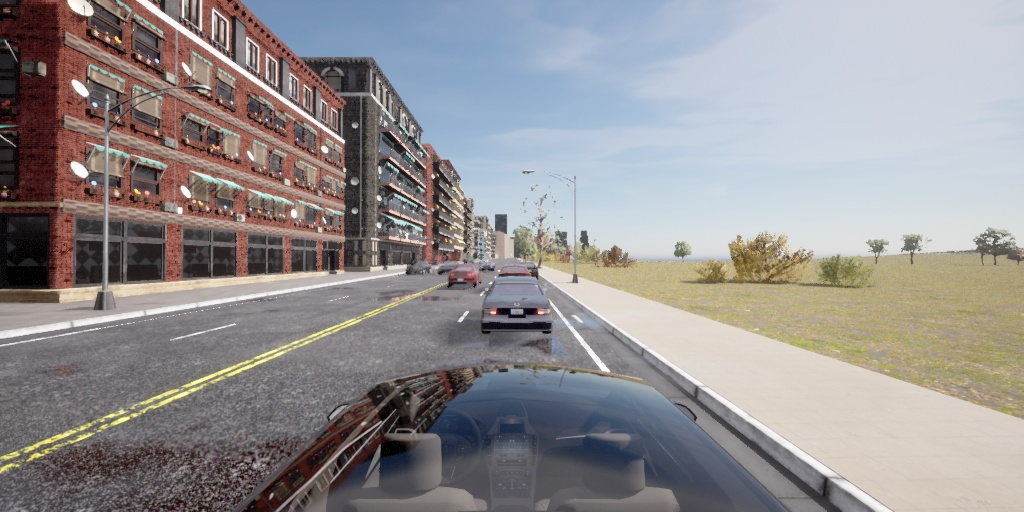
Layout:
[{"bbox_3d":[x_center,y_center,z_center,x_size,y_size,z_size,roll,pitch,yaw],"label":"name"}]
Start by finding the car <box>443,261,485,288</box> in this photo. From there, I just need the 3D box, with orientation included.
[{"bbox_3d":[-3.095,1.279,23.901,1.812,1.442,4.674,0,0,0],"label":"car"}]

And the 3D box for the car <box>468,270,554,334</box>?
[{"bbox_3d":[0.121,1.299,10.596,2.033,1.411,5.357,0,0,0],"label":"car"}]

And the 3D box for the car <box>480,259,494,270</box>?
[{"bbox_3d":[-3.038,1.354,45.451,1.895,1.301,4.718,0,0,0],"label":"car"}]

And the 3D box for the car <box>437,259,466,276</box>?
[{"bbox_3d":[-6.509,1.301,37.823,2.033,1.411,5.357,0,0,0],"label":"car"}]

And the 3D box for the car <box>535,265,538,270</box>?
[{"bbox_3d":[1.210,1.232,30.573,1.882,1.535,5.008,0,0,0],"label":"car"}]

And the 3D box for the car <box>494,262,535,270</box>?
[{"bbox_3d":[0.151,1.231,21.136,1.882,1.535,5.008,0,0,0],"label":"car"}]

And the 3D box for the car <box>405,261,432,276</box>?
[{"bbox_3d":[-9.759,1.258,37.690,1.837,1.490,4.892,0,0,0],"label":"car"}]
